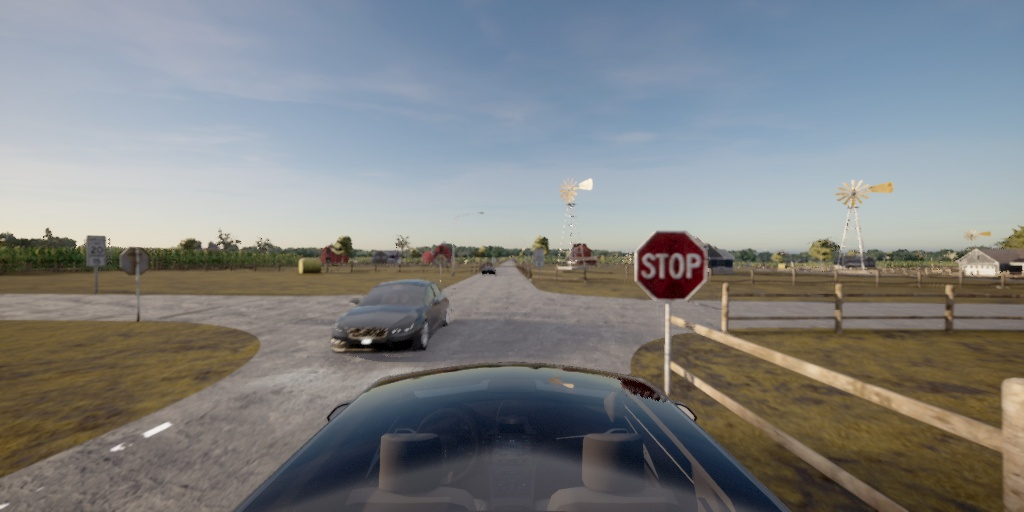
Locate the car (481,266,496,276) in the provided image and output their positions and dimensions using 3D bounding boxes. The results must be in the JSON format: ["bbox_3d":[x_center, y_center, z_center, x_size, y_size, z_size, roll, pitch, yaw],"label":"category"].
[{"bbox_3d":[-3.075,1.977,47.990,1.895,1.301,4.718,0,-1,0],"label":"car"}]

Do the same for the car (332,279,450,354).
[{"bbox_3d":[-2.794,1.407,9.284,1.837,1.490,4.892,0,-1,0],"label":"car"}]
